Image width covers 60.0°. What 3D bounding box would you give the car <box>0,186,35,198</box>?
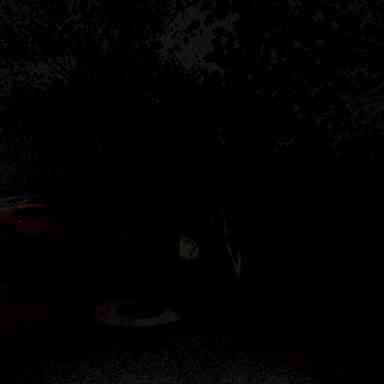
[{"bbox_3d":[-23.543,-0.016,43.838,5.008,1.535,2.097,1,1,-30],"label":"car"}]

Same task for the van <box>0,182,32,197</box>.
[{"bbox_3d":[-24.832,-0.331,46.282,4.442,1.987,1.878,1,1,-30],"label":"van"}]

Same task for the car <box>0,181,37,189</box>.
[{"bbox_3d":[-15.164,0.367,29.496,5.566,2.045,2.435,1,2,-30],"label":"car"}]

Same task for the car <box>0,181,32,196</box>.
[{"bbox_3d":[-27.742,-0.542,50.994,5.566,2.045,2.435,1,1,-30],"label":"car"}]

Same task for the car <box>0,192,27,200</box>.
[{"bbox_3d":[-8.269,1.066,17.648,4.553,1.767,2.185,1,2,-30],"label":"car"}]

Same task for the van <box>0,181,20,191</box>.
[{"bbox_3d":[-40.216,-1.341,72.712,4.442,1.987,1.878,1,1,-30],"label":"van"}]

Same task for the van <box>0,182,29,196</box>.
[{"bbox_3d":[-26.427,-0.426,48.558,4.442,1.987,1.878,1,1,-30],"label":"van"}]

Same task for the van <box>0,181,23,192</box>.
[{"bbox_3d":[-34.645,-0.975,63.141,4.442,1.987,1.878,1,1,-30],"label":"van"}]

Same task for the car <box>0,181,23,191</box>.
[{"bbox_3d":[-38.948,-1.277,70.245,5.566,2.045,2.435,1,1,-30],"label":"car"}]

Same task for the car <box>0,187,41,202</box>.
[{"bbox_3d":[-19.412,0.305,36.788,4.792,1.488,2.163,1,2,-30],"label":"car"}]

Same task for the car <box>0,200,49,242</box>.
[{"bbox_3d":[-6.912,1.306,15.240,5.008,1.535,2.097,1,2,-30],"label":"car"}]

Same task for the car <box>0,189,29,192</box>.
[{"bbox_3d":[-12.574,0.843,24.611,5.366,1.575,1.946,1,2,-30],"label":"car"}]

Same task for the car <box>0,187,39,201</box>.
[{"bbox_3d":[-20.739,0.206,39.068,4.792,1.488,2.163,1,1,-30],"label":"car"}]

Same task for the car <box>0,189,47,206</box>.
[{"bbox_3d":[-16.615,0.532,31.867,4.792,1.488,2.163,1,2,-30],"label":"car"}]

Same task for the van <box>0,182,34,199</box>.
[{"bbox_3d":[-22.233,-0.148,41.370,4.442,1.987,1.878,1,2,-31],"label":"van"}]
